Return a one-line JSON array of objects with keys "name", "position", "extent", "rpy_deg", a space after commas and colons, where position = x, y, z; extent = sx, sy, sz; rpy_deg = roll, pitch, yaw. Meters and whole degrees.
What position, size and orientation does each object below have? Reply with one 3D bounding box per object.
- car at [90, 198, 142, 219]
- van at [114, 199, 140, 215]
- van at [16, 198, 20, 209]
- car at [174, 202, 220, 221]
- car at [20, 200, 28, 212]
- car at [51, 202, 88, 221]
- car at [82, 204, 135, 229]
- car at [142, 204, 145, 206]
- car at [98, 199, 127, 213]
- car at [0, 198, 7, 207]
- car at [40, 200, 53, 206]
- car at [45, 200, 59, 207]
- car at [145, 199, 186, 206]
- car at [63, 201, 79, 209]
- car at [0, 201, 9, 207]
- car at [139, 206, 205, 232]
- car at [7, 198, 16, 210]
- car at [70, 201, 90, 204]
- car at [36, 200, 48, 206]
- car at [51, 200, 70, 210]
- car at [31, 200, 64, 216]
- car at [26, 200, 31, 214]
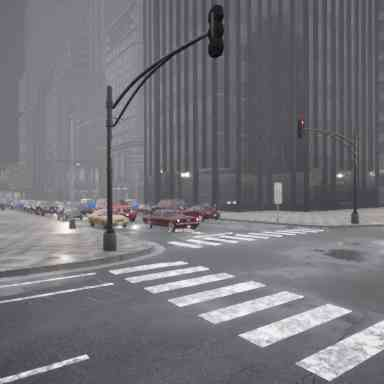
[{"name": "car", "position": [-7.024, 1.598, 30.150], "extent": [2.150, 2.045, 5.566], "rpy_deg": [0, -1, -35]}, {"name": "van", "position": [-8.191, 1.832, 41.931], "extent": [1.690, 1.788, 3.998], "rpy_deg": [-1, 0, -35]}, {"name": "van", "position": [-26.127, 2.122, 52.438], "extent": [1.690, 1.788, 3.998], "rpy_deg": [-1, 0, -35]}, {"name": "car", "position": [0.633, 1.828, 29.475], "extent": [1.887, 1.381, 4.507], "rpy_deg": [-1, 0, -35]}, {"name": "car", "position": [-23.297, 2.156, 48.453], "extent": [1.967, 1.590, 4.097], "rpy_deg": [-1, 0, -35]}, {"name": "car", "position": [-11.983, 2.004, 32.517], "extent": [2.008, 1.369, 4.403], "rpy_deg": [-1, 0, -35]}, {"name": "car", "position": [-6.229, 1.843, 24.410], "extent": [1.752, 1.417, 4.829], "rpy_deg": [-1, 0, -35]}, {"name": "car", "position": [-5.246, 2.004, 37.779], "extent": [1.802, 1.307, 4.206], "rpy_deg": [-1, 0, -35]}, {"name": "car", "position": [-11.131, 1.874, 46.082], "extent": [2.192, 1.841, 5.009], "rpy_deg": [-1, 0, -35]}, {"name": "car", "position": [-41.219, 2.666, 73.708], "extent": [1.887, 1.381, 4.507], "rpy_deg": [-1, 0, -35]}, {"name": "car", "position": [-34.672, 2.660, 79.213], "extent": [1.947, 1.339, 4.313], "rpy_deg": [-1, 0, -35]}, {"name": "car", "position": [-31.660, 2.594, 74.970], "extent": [1.947, 1.339, 4.313], "rpy_deg": [-1, 0, -35]}, {"name": "car", "position": [-2.312, 1.668, 33.627], "extent": [2.192, 1.841, 5.009], "rpy_deg": [-1, 0, -35]}, {"name": "car", "position": [-22.627, 2.406, 62.244], "extent": [1.802, 1.307, 4.206], "rpy_deg": [-1, 0, -35]}, {"name": "car", "position": [-44.331, 2.770, 78.093], "extent": [1.802, 1.307, 4.206], "rpy_deg": [-1, 0, -35]}, {"name": "car", "position": [-1.472, 1.846, 22.326], "extent": [1.895, 1.301, 4.718], "rpy_deg": [0, -1, -35]}, {"name": "car", "position": [-31.884, 2.353, 60.552], "extent": [1.967, 1.590, 4.097], "rpy_deg": [-1, 0, -35]}, {"name": "car", "position": [-12.947, 2.063, 38.503], "extent": [2.033, 1.411, 5.357], "rpy_deg": [0, -1, -35]}, {"name": "car", "position": [-37.683, 2.709, 83.455], "extent": [2.008, 1.369, 4.403], "rpy_deg": [-1, 0, -35]}, {"name": "car", "position": [-22.989, 2.270, 57.995], "extent": [1.882, 1.535, 5.008], "rpy_deg": [0, -1, -35]}, {"name": "car", "position": [-17.644, 1.900, 40.485], "extent": [2.192, 1.841, 5.009], "rpy_deg": [-1, 0, -35]}, {"name": "car", "position": [-20.467, 2.196, 44.469], "extent": [1.887, 1.381, 4.507], "rpy_deg": [-1, 0, -35]}]
